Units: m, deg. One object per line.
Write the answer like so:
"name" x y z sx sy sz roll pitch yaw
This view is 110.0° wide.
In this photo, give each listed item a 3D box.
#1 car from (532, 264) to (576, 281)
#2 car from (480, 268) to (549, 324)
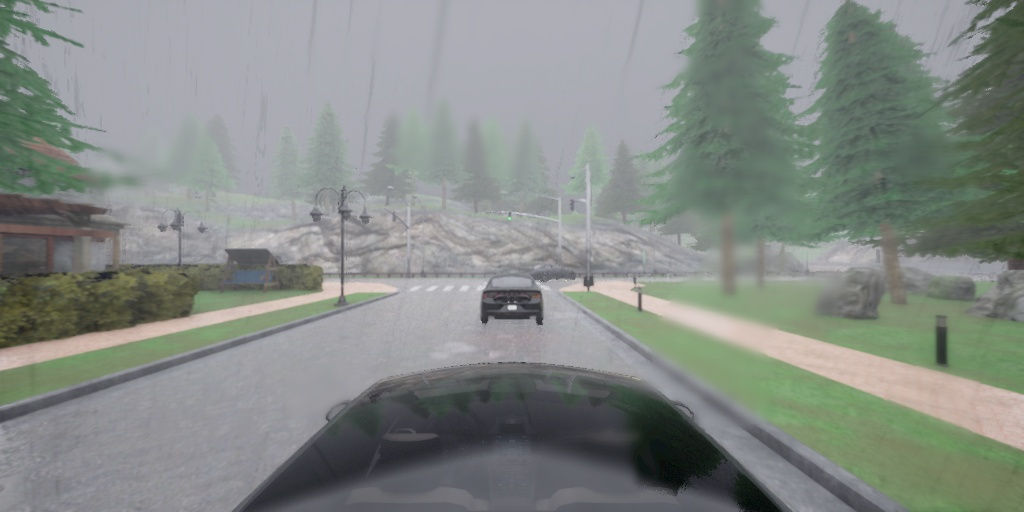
"car" 3.060 1.327 28.811 4.674 1.442 1.812 0 -2 -37
"car" -0.009 1.315 12.366 1.882 1.535 5.008 0 -1 0
